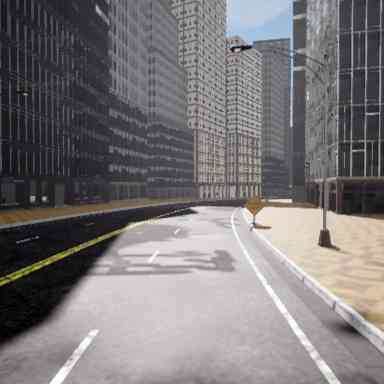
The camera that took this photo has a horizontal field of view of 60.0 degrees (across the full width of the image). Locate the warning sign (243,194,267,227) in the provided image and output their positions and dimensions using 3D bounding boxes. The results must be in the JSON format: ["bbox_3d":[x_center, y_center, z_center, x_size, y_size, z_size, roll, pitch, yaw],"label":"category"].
[{"bbox_3d":[3.793,1.100,20.185,1.300,1.860,1.060,1,1,5],"label":"warning sign"}]
